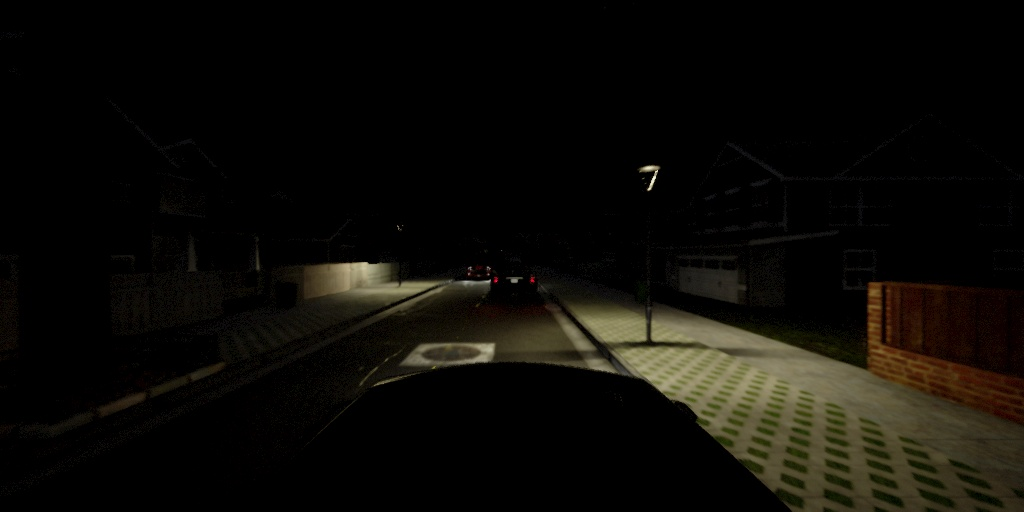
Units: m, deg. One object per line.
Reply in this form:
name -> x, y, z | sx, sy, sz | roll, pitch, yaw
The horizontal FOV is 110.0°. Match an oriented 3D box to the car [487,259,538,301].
car -> 0.098, 1.082, 17.375 | 2.097, 1.767, 4.553 | 0, 0, 0

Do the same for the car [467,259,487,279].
car -> -2.765, 1.071, 32.014 | 2.097, 1.767, 4.553 | 0, 0, 0
